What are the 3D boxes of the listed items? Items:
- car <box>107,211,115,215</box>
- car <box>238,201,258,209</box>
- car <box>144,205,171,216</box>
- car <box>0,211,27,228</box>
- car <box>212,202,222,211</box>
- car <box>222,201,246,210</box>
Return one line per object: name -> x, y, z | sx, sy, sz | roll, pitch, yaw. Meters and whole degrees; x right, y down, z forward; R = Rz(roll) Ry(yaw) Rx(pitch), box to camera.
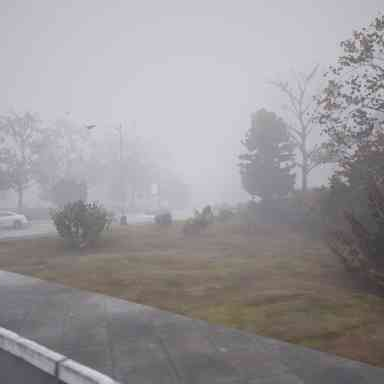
car -> -10.597, 2.430, 35.625 | 1.895, 1.301, 4.718 | -3, -2, 32
car -> 10.446, 2.409, 62.091 | 1.837, 1.490, 4.892 | -3, -2, 33
car -> -4.623, 2.446, 45.111 | 1.994, 1.385, 4.181 | -3, -2, 32
car -> -16.039, 2.334, 27.234 | 1.812, 1.442, 4.674 | -3, -2, 34
car -> 5.021, 2.318, 53.557 | 1.837, 1.490, 4.892 | -3, -2, 32
car -> 7.121, 2.195, 50.317 | 2.033, 1.411, 5.357 | -3, -2, 32
